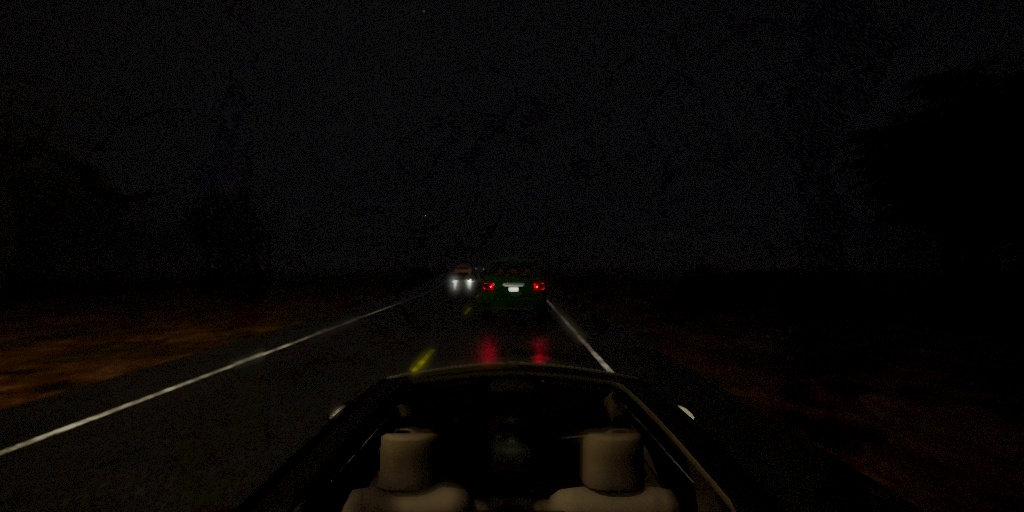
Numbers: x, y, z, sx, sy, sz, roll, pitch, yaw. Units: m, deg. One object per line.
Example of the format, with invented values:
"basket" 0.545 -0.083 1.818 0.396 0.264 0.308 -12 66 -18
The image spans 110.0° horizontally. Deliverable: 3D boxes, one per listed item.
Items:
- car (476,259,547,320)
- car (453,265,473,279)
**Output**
"car" 0.075 1.132 13.618 2.150 2.045 5.566 0 0 0
"car" -5.371 1.721 39.401 1.882 1.535 5.008 0 -1 -7
